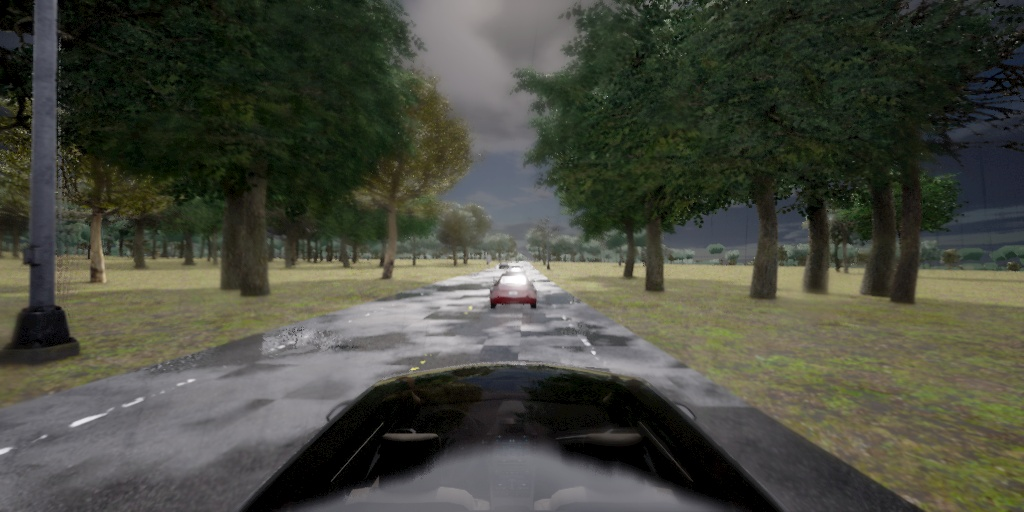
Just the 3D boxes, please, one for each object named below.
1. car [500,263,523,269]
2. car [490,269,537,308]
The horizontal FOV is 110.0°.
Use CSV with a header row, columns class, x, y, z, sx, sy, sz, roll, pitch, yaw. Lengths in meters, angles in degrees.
class,x,y,z,sx,sy,sz,roll,pitch,yaw
car,0.306,1.585,30.805,2.033,1.411,5.357,0,-1,1
car,0.073,1.453,16.124,1.994,1.385,4.181,0,-1,1
